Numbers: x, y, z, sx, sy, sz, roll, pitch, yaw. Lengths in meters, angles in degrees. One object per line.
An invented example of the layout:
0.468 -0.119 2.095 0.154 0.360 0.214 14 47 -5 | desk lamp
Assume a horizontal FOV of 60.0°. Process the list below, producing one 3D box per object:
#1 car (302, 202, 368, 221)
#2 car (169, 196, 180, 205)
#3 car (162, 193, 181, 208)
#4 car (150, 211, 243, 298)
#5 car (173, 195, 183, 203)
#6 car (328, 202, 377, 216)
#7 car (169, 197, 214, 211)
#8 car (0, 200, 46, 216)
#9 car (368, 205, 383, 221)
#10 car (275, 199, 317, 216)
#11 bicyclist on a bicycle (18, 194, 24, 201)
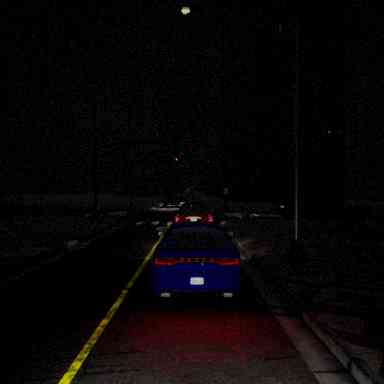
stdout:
12.125 1.772 28.398 4.313 1.339 1.947 1 -1 0 | car
-3.095 1.522 60.070 1.812 1.442 4.674 0 0 0 | car
-3.111 1.218 49.351 2.150 2.045 5.566 0 0 0 | car
0.098 1.477 8.556 1.882 1.535 5.008 0 0 0 | car
-3.036 1.521 72.774 2.128 1.511 4.902 0 0 0 | car
17.773 1.839 36.925 4.403 1.369 2.008 1 -1 0 | car
0.114 1.350 17.710 2.097 1.767 4.553 0 0 1 | car
-14.784 1.365 28.293 4.403 1.369 2.008 1 -1 0 | car
17.938 1.821 28.401 4.829 1.417 1.752 1 -1 0 | car
10.942 1.539 34.247 4.553 1.767 2.097 1 0 0 | car
-20.511 1.028 39.775 0.582 1.620 1.656 1 0 0 | bicyclist on a bicycle
